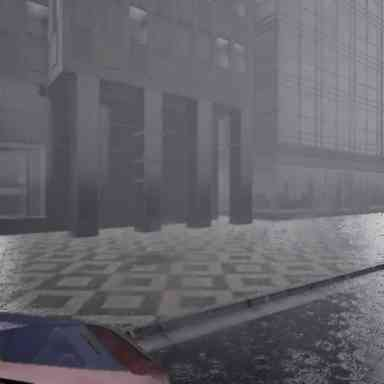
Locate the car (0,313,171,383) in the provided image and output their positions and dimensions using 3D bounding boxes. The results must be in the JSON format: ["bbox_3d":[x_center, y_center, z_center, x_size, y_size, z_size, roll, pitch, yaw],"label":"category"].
[{"bbox_3d":[-2.101,1.564,1.836,4.181,1.385,1.994,0,0,-35],"label":"car"}]
